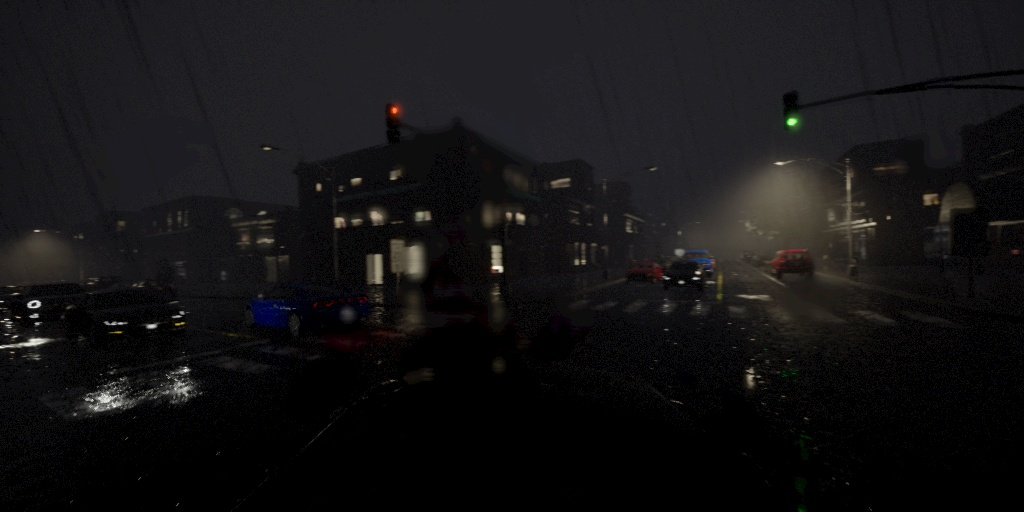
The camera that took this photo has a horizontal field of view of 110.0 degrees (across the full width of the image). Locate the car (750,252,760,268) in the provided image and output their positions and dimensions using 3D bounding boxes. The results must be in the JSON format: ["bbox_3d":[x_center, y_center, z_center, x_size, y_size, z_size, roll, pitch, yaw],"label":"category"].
[{"bbox_3d":[27.288,0.564,38.657,1.948,1.339,4.313,0,0,30],"label":"car"}]

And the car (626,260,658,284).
[{"bbox_3d":[8.853,1.054,23.827,1.888,1.381,4.507,0,0,30],"label":"car"}]

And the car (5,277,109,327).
[{"bbox_3d":[-20.271,1.993,15.928,4.553,1.767,2.097,-2,-1,30],"label":"car"}]

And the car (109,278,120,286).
[{"bbox_3d":[-31.339,2.759,29.086,4.207,1.307,1.802,0,0,30],"label":"car"}]

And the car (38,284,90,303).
[{"bbox_3d":[-35.764,2.943,28.596,4.718,1.301,1.895,-2,-1,31],"label":"car"}]

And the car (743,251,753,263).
[{"bbox_3d":[35.630,0.367,52.977,1.802,1.307,4.207,0,0,30],"label":"car"}]

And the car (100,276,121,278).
[{"bbox_3d":[-36.242,2.704,31.942,5.009,1.841,2.192,0,0,30],"label":"car"}]

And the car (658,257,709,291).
[{"bbox_3d":[9.441,0.993,19.535,1.837,1.490,4.892,-2,0,30],"label":"car"}]

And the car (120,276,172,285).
[{"bbox_3d":[-26.427,2.405,26.250,4.097,1.591,1.967,0,0,30],"label":"car"}]

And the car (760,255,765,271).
[{"bbox_3d":[21.726,0.711,29.109,1.948,1.339,4.313,0,0,30],"label":"car"}]

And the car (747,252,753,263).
[{"bbox_3d":[30.069,0.477,43.431,2.007,1.370,4.403,0,0,30],"label":"car"}]

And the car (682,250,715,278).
[{"bbox_3d":[14.445,0.574,28.134,2.150,2.045,5.566,-2,0,31],"label":"car"}]

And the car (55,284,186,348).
[{"bbox_3d":[-12.106,1.795,11.173,4.892,1.490,1.837,-2,-1,30],"label":"car"}]

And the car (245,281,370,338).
[{"bbox_3d":[-6.672,1.560,11.493,5.008,1.535,1.882,-3,-1,34],"label":"car"}]

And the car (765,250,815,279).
[{"bbox_3d":[18.945,0.535,24.334,2.192,1.841,5.009,0,0,30],"label":"car"}]

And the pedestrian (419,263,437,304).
[{"bbox_3d":[-3.707,1.149,15.686,0.375,1.860,0.375,-2,1,30],"label":"pedestrian"}]

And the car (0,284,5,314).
[{"bbox_3d":[-28.973,2.509,21.009,4.902,1.511,2.128,-2,-1,30],"label":"car"}]

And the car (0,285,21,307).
[{"bbox_3d":[-37.806,2.926,26.204,4.674,1.442,1.812,-2,-1,31],"label":"car"}]
